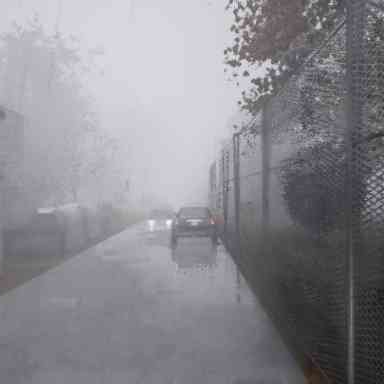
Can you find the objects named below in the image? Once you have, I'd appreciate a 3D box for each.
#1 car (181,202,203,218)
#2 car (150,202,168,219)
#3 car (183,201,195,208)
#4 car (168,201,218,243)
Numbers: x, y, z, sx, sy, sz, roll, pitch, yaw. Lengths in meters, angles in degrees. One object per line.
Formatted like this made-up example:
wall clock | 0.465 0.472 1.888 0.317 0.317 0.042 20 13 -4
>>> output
car | 0.051 1.789 34.611 2.128 1.511 4.902 0 -1 0
car | -2.889 1.731 31.934 1.882 1.535 5.008 0 -1 0
car | -0.625 2.720 72.324 2.033 1.411 5.357 0 -2 7
car | 0.102 1.416 16.707 2.097 1.767 4.553 0 0 0
